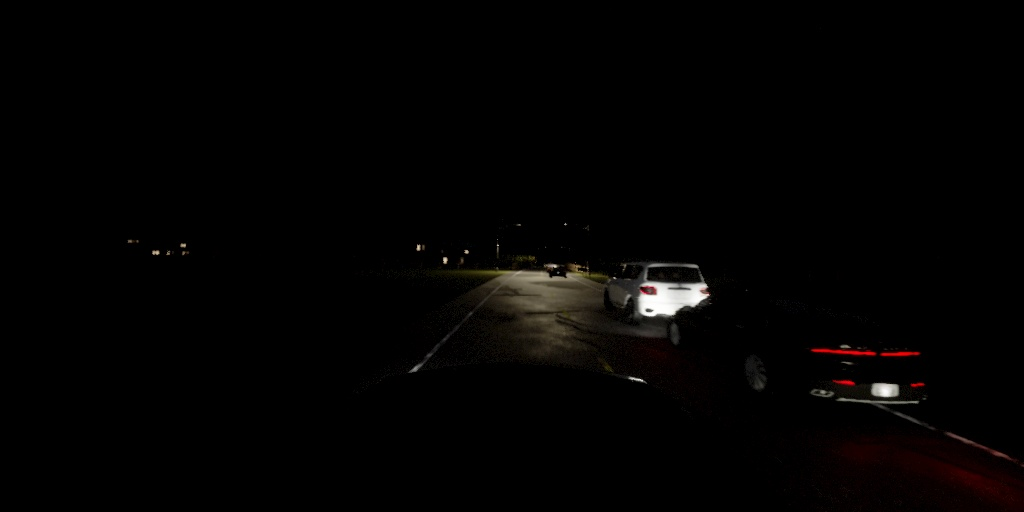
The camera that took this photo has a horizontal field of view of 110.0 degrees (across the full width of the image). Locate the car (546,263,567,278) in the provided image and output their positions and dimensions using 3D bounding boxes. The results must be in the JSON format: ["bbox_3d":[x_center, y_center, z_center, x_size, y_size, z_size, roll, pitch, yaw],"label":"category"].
[{"bbox_3d":[5.348,1.859,42.078,1.994,1.385,4.181,1,-1,5],"label":"car"}]

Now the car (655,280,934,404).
[{"bbox_3d":[4.607,1.407,6.778,1.837,1.490,4.892,1,-1,2],"label":"car"}]

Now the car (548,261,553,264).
[{"bbox_3d":[6.324,2.011,56.679,2.033,1.411,5.357,1,-1,5],"label":"car"}]

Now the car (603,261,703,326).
[{"bbox_3d":[4.811,1.197,12.789,2.150,2.045,5.566,1,-1,2],"label":"car"}]
